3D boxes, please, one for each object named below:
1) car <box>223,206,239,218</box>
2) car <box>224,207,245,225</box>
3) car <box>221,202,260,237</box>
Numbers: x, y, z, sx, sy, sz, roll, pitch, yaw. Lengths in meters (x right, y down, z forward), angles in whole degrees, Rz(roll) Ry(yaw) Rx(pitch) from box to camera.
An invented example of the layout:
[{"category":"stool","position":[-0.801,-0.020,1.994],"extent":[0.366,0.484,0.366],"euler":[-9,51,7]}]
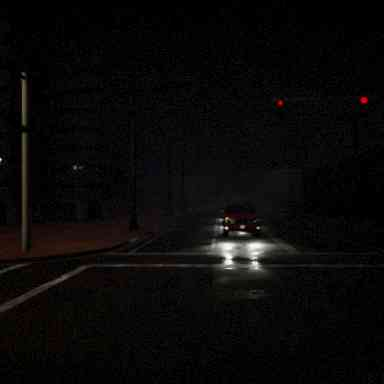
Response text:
[{"category":"car","position":[4.924,2.506,42.309],"extent":[1.812,1.442,4.674],"euler":[-1,-1,5]},{"category":"car","position":[4.028,2.246,32.061],"extent":[1.837,1.490,4.892],"euler":[-1,-1,5]},{"category":"car","position":[3.155,1.727,22.003],"extent":[2.150,2.045,5.566],"euler":[-1,-2,5]}]
